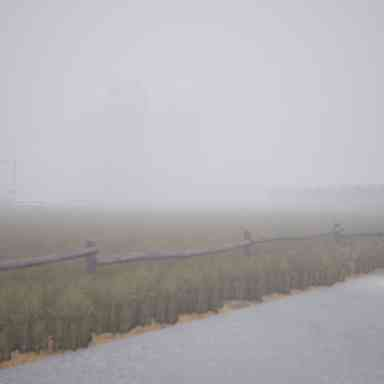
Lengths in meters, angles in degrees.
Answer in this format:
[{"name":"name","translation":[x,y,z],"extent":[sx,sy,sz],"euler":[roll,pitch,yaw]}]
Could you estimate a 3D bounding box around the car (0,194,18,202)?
[{"name":"car","translation":[-39.755,1.564,71.074],"extent":[4.611,1.667,2.242],"euler":[1,0,-35]}]
